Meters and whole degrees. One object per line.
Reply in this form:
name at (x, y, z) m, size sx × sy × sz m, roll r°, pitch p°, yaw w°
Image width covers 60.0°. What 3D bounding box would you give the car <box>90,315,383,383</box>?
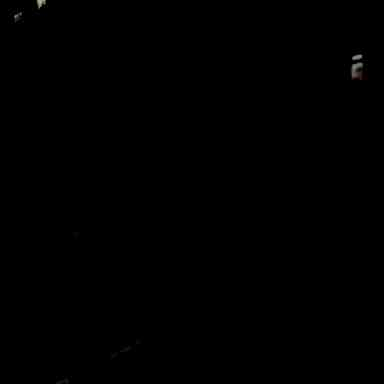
car at (1.111, 1.566, 2.088) m, size 4.313 × 1.339 × 1.947 m, roll 0°, pitch 0°, yaw 35°
